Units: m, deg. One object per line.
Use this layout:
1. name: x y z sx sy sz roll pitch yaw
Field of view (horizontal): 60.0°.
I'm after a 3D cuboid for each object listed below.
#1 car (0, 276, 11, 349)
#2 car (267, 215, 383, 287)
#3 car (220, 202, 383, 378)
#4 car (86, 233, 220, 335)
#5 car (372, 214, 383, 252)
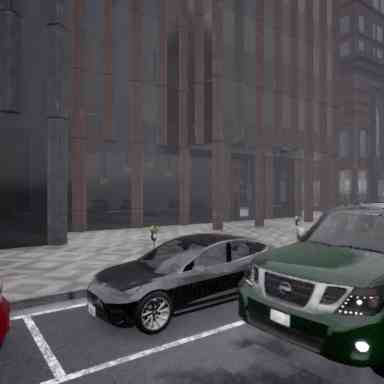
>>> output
1. car: -4.459 1.545 3.463 4.507 1.381 1.887 0 0 -36
2. car: 4.565 1.526 9.931 4.829 1.417 1.752 0 0 -36
3. car: 3.348 1.222 5.782 5.566 2.045 2.150 0 0 -36
4. car: 0.122 1.566 6.747 4.313 1.339 1.947 0 0 -36
5. car: 9.284 1.569 13.314 4.313 1.339 1.947 0 0 -36
